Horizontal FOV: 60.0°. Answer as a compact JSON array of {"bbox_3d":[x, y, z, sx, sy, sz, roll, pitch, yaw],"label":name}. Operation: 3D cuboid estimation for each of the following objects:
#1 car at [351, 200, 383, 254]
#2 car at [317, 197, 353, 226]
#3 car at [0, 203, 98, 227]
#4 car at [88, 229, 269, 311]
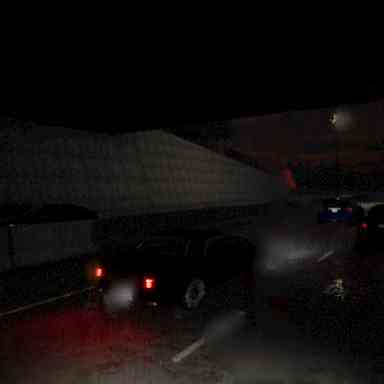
[{"bbox_3d":[7.513,1.220,12.260,2.097,1.767,4.553,0,1,35],"label":"car"},{"bbox_3d":[9.699,1.122,21.561,2.097,1.767,4.553,0,1,35],"label":"car"},{"bbox_3d":[-6.946,1.335,16.324,1.837,1.490,4.892,0,1,35],"label":"car"},{"bbox_3d":[0.097,1.519,7.702,1.895,1.301,4.718,0,1,35],"label":"car"}]
